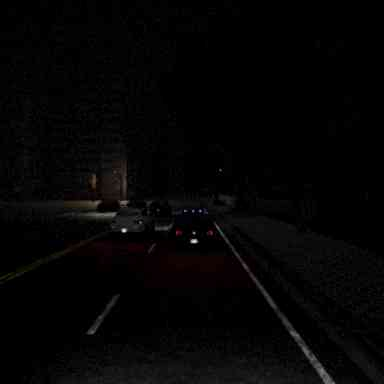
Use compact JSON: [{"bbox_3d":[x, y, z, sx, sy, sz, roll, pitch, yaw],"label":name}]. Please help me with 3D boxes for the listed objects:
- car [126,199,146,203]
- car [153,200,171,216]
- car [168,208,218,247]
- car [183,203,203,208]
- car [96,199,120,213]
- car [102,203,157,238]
[{"bbox_3d":[-6.593,1.579,39.382,1.882,1.535,5.008,0,-1,0],"label":"car"},{"bbox_3d":[-3.153,1.560,33.674,1.882,1.535,5.008,0,0,0],"label":"car"},{"bbox_3d":[0.093,1.629,15.171,1.895,1.301,4.718,0,0,0],"label":"car"},{"bbox_3d":[0.094,1.673,30.491,1.895,1.301,4.718,0,0,0],"label":"car"},{"bbox_3d":[-9.842,1.579,39.381,1.882,1.535,5.008,0,-1,0],"label":"car"},{"bbox_3d":[-3.154,1.561,17.786,1.812,1.442,4.674,0,0,0],"label":"car"}]
